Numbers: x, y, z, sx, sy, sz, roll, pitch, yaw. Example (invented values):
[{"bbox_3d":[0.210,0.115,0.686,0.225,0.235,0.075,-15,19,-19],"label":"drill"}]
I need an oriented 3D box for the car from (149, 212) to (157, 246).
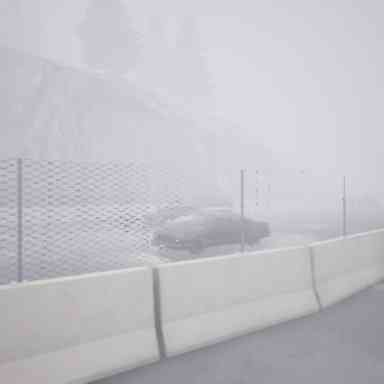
[{"bbox_3d":[1.014,1.565,13.685,5.357,1.411,2.033,0,0,-39],"label":"car"}]

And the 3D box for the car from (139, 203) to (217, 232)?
[{"bbox_3d":[-0.798,1.535,21.287,4.892,1.490,1.837,0,0,-40],"label":"car"}]
